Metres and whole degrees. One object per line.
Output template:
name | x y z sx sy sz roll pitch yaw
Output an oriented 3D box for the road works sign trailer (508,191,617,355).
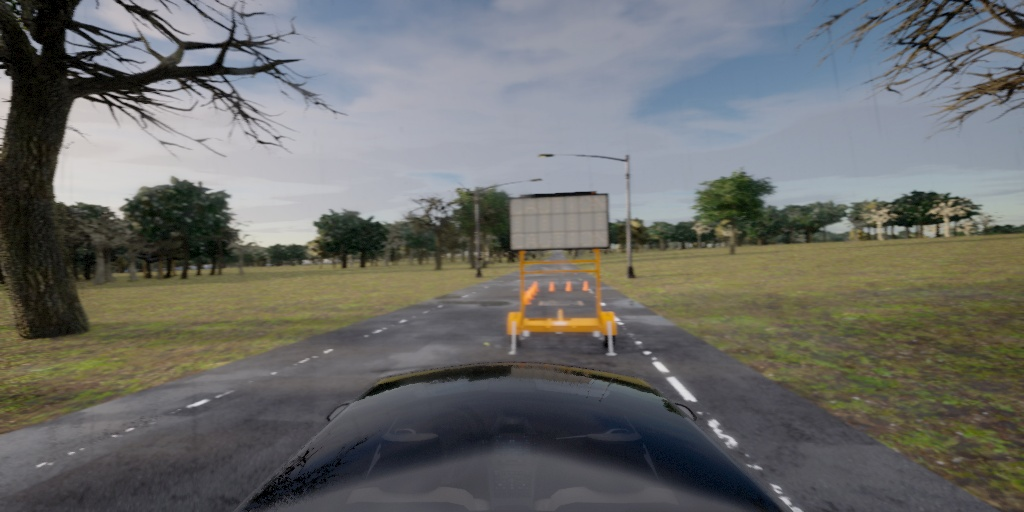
road works sign trailer | 1.210 0.260 8.792 2.380 3.560 2.880 0 0 8
